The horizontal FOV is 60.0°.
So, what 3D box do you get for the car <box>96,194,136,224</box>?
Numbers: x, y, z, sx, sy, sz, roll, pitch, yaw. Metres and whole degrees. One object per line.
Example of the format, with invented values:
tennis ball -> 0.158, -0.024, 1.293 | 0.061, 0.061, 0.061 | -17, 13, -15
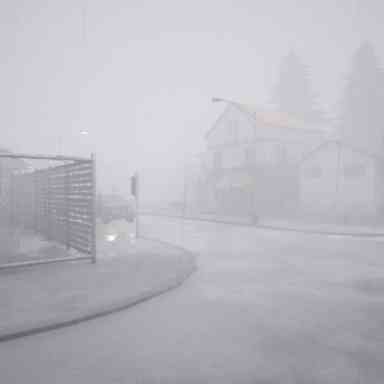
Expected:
car -> -6.132, 1.180, 24.630 | 2.150, 2.045, 5.566 | 0, 0, -35
